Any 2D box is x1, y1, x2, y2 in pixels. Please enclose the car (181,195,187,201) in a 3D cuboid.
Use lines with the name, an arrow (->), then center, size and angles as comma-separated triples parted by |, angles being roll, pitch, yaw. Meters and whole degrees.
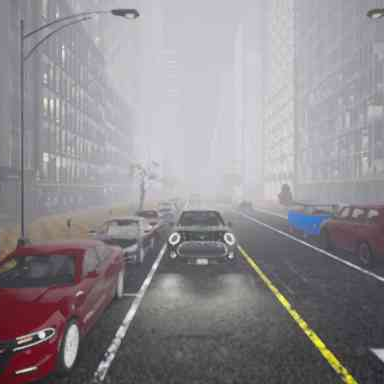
car -> -2.166, 1.517, 51.069 | 1.802, 1.307, 4.206 | -1, 0, 0

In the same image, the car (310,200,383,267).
car -> 6.075, 1.303, 11.255 | 2.192, 1.841, 5.009 | -1, 0, 0

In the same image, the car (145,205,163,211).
car -> -2.283, 1.560, 16.968 | 1.802, 1.307, 4.206 | -1, 0, 0

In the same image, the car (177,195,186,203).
car -> -2.109, 1.438, 67.950 | 1.752, 1.417, 4.829 | -1, 0, 0

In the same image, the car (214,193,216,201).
car -> 6.270, 1.230, 68.092 | 2.192, 1.841, 5.009 | -1, 0, 0

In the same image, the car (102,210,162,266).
car -> -2.304, 1.536, 11.284 | 2.008, 1.369, 4.403 | -1, 0, 0

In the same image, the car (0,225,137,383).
car -> -2.322, 1.537, 5.600 | 1.887, 1.381, 4.507 | -1, 0, 0

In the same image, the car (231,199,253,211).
car -> 6.175, 1.503, 39.673 | 2.008, 1.369, 4.403 | -1, 0, 0

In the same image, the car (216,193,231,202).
car -> 6.251, 1.238, 62.407 | 2.192, 1.841, 5.009 | -1, 0, 0

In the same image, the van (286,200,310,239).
van -> 6.095, 1.322, 16.938 | 1.690, 1.788, 3.998 | -1, 0, 0

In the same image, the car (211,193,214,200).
car -> 6.311, 1.340, 79.458 | 1.967, 1.590, 4.097 | -1, 0, 0

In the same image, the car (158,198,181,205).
car -> -2.245, 1.515, 28.335 | 2.008, 1.369, 4.403 | -1, 0, 0

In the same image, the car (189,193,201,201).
car -> 0.574, 1.144, 63.232 | 2.150, 2.045, 5.566 | 0, 0, 0

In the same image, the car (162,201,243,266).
car -> 0.296, 1.342, 11.407 | 2.097, 1.767, 4.553 | 0, 0, 0

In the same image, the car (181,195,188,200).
car -> -2.030, 1.431, 90.855 | 2.008, 1.369, 4.403 | -1, 0, 0

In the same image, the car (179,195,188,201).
car -> -2.069, 1.463, 79.487 | 1.947, 1.339, 4.313 | -1, 0, 0

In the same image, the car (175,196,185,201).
car -> -2.205, 1.501, 39.702 | 2.008, 1.369, 4.403 | -1, 0, 0
